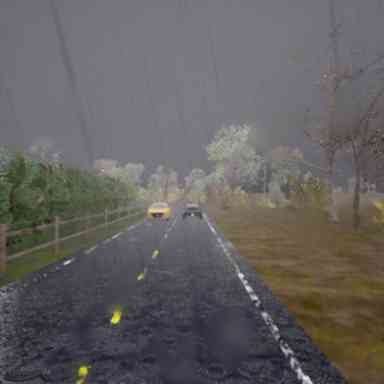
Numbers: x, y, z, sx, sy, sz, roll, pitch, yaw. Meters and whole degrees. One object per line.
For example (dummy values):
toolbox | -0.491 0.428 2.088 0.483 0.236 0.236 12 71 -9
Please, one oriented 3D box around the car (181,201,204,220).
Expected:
car | 0.034 1.764 31.592 1.837 1.490 4.892 0 0 0

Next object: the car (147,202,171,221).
car | -2.948 1.731 30.456 1.882 1.535 5.008 0 0 -1

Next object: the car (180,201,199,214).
car | -0.389 1.880 42.349 2.033 1.411 5.357 0 0 -5
